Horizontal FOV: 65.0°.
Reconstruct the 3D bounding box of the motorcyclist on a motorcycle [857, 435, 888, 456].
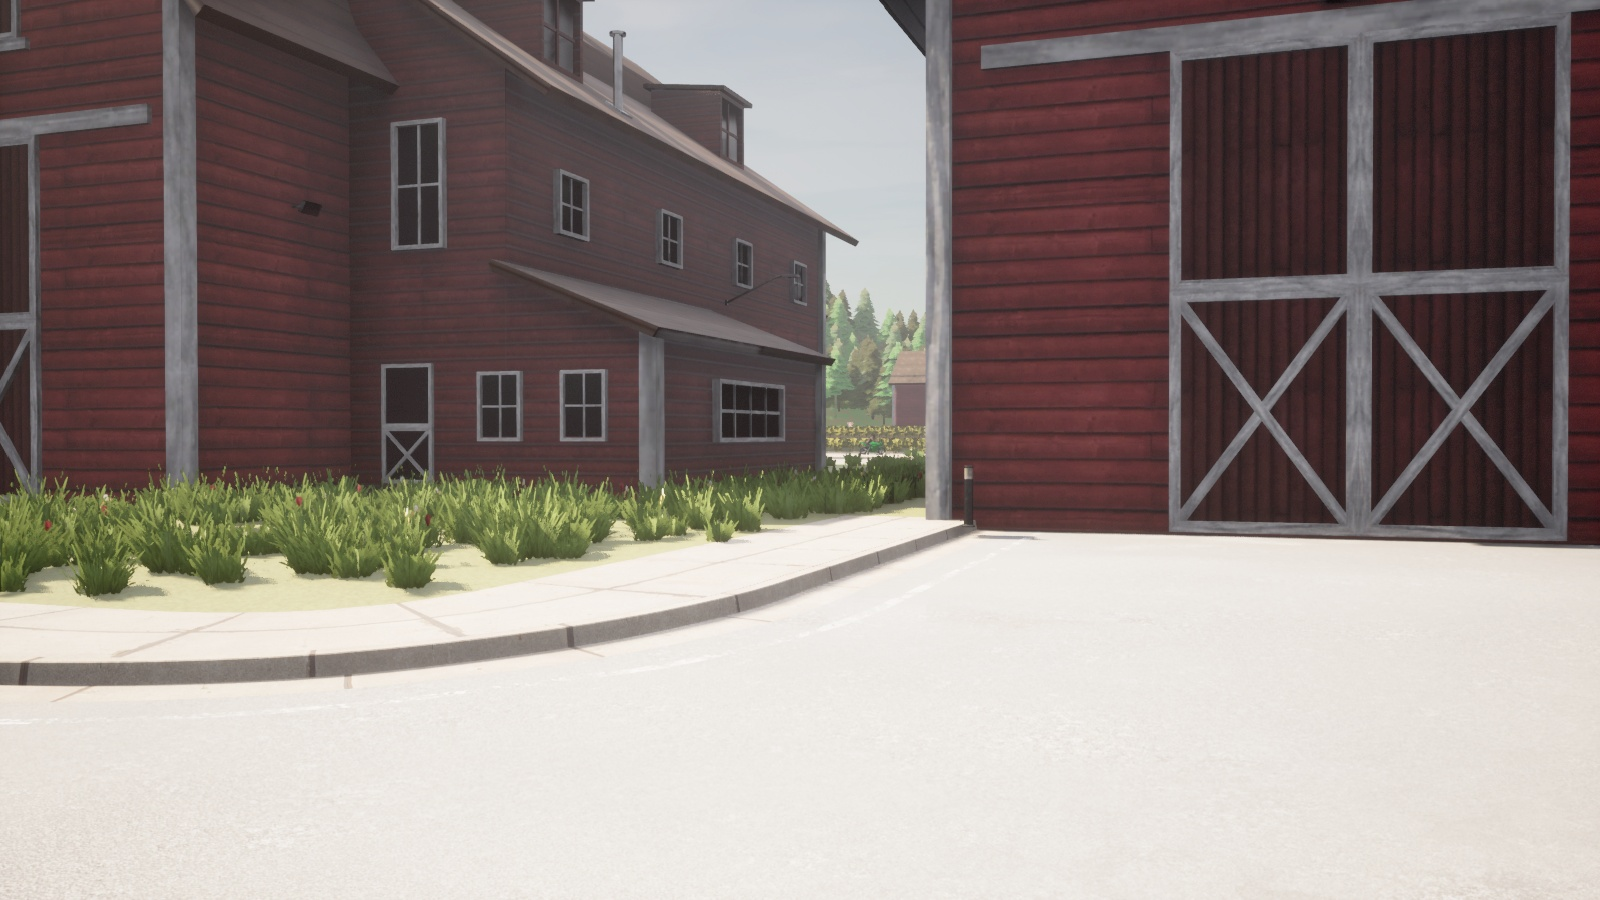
[{"bbox_3d":[5.278,-0.348,91.460,2.044,1.523,0.797,1,1,19],"label":"motorcyclist on a motorcycle"}]
